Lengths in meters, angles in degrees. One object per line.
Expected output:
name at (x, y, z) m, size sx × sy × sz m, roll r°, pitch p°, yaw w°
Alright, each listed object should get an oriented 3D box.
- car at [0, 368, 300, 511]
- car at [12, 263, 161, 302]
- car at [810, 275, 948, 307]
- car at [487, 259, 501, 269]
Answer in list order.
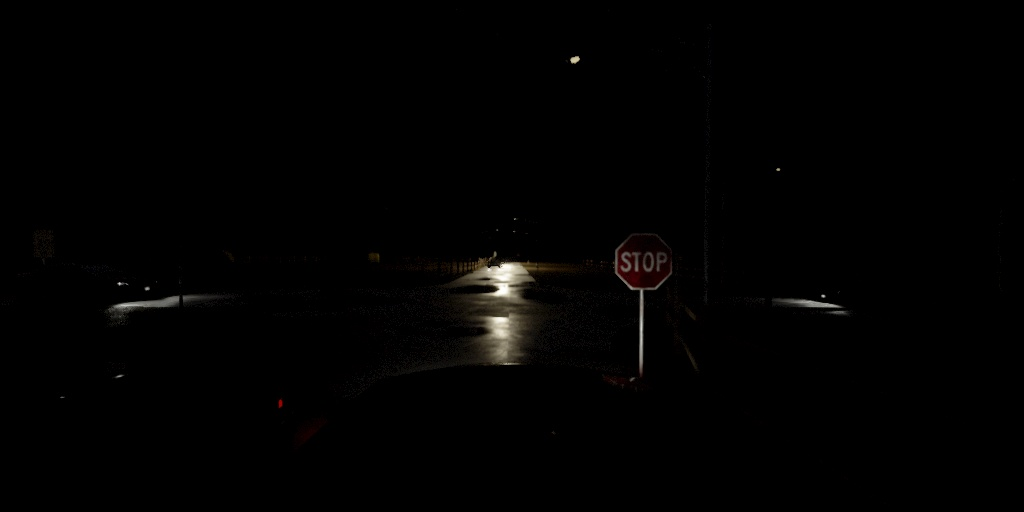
car at (-2.751, 1.299, 0.717) m, size 2.033 × 1.411 × 5.357 m, roll 0°, pitch 0°, yaw 0°
car at (-17.142, 1.008, 14.528) m, size 4.674 × 1.442 × 1.812 m, roll 1°, pitch 1°, yaw -1°
car at (18.000, 1.646, 17.664) m, size 5.357 × 1.411 × 2.033 m, roll 1°, pitch 1°, yaw 0°
car at (-2.737, 1.154, 55.157) m, size 1.812 × 1.442 × 4.674 m, roll 0°, pitch 0°, yaw 0°
